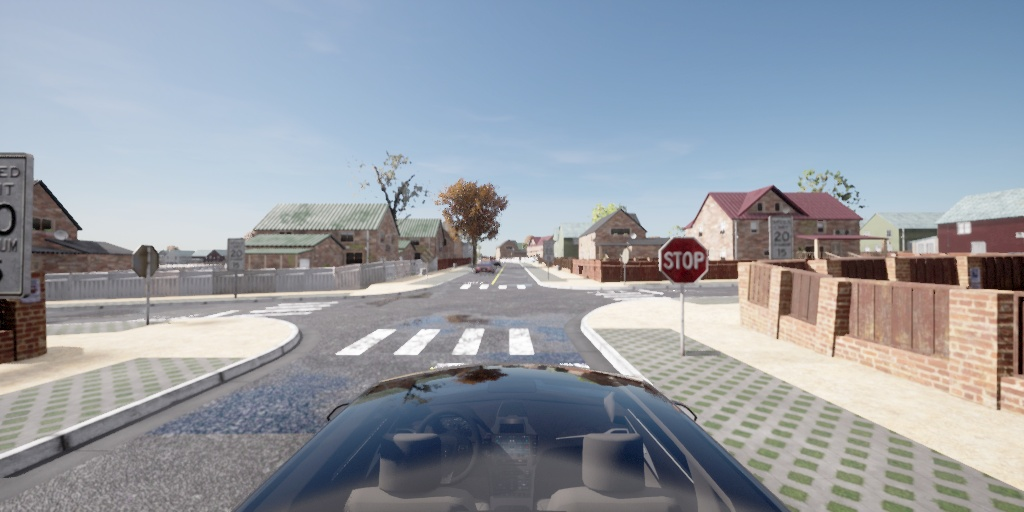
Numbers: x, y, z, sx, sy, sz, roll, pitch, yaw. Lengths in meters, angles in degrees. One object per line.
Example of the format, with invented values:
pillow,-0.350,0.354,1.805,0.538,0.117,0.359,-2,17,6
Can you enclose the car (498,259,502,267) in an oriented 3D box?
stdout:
car,-2.791,1.222,61.192,1.895,1.301,4.718,0,0,1

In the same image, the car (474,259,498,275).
car,-2.847,1.238,38.446,1.994,1.385,4.181,0,0,0

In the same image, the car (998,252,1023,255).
car,28.090,0.582,19.882,4.553,1.767,2.097,-1,-1,-1
